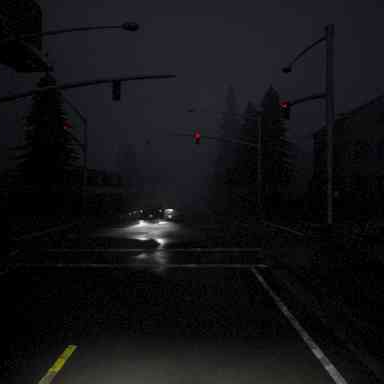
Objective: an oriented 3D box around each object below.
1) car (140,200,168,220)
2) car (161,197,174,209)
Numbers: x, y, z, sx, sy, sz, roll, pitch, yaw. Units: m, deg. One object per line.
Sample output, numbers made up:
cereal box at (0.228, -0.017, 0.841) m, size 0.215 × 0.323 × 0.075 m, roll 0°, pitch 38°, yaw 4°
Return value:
car at (-3.309, 1.587, 28.129) m, size 1.895 × 1.301 × 4.718 m, roll 0°, pitch -1°, yaw -3°
car at (-3.459, 1.491, 45.233) m, size 2.128 × 1.511 × 4.902 m, roll 0°, pitch 0°, yaw 0°
